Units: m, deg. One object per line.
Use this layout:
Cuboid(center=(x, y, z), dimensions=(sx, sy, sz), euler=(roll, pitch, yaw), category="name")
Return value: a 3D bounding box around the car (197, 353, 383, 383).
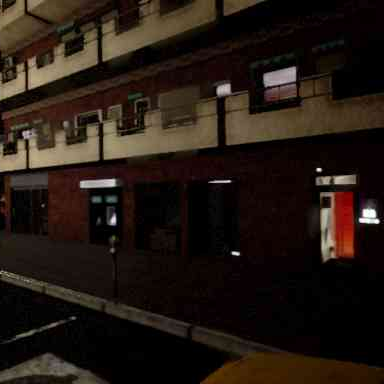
Cuboid(center=(1.960, 1.525, 1.495), dimensions=(4.829, 1.417, 1.752), euler=(0, -1, 36), category="car")
